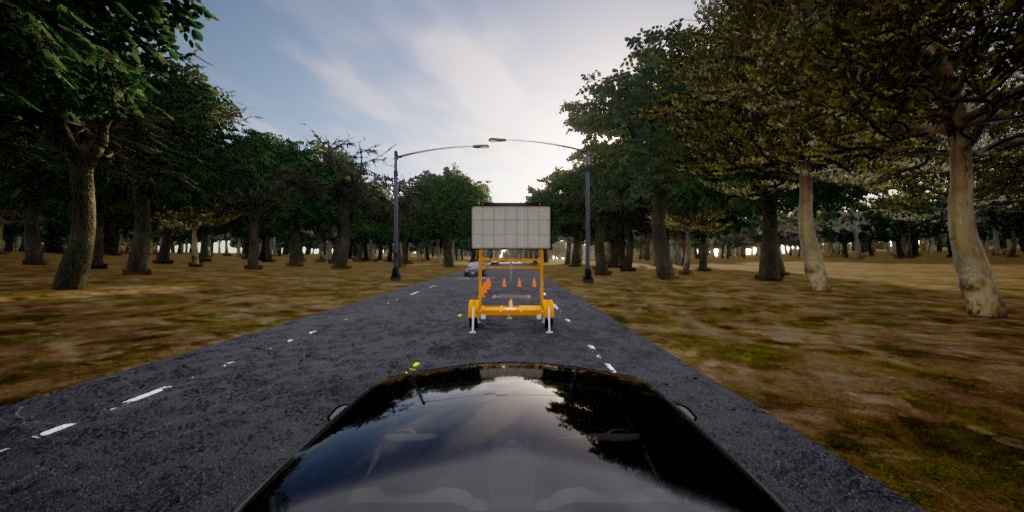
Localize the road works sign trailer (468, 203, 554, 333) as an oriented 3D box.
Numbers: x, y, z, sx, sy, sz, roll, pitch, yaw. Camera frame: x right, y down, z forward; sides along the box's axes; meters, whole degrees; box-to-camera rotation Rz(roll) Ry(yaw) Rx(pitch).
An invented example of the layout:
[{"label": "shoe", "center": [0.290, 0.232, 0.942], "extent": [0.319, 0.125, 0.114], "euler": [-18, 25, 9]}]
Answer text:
[{"label": "road works sign trailer", "center": [-0.027, 0.222, 10.723], "extent": [2.380, 3.560, 2.880], "euler": [0, 0, 0]}]

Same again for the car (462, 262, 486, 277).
[{"label": "car", "center": [-3.633, 1.317, 35.504], "extent": [1.812, 1.442, 4.674], "euler": [0, 0, 0]}]
